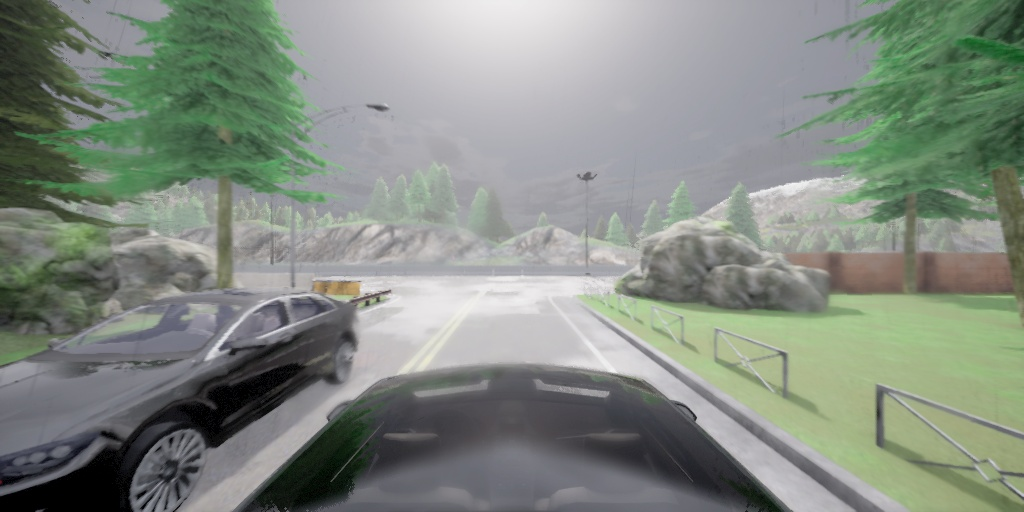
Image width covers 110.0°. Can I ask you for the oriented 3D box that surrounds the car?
[{"bbox_3d":[-3.499,1.188,4.222,2.128,1.511,4.902,0,0,0],"label":"car"}]
